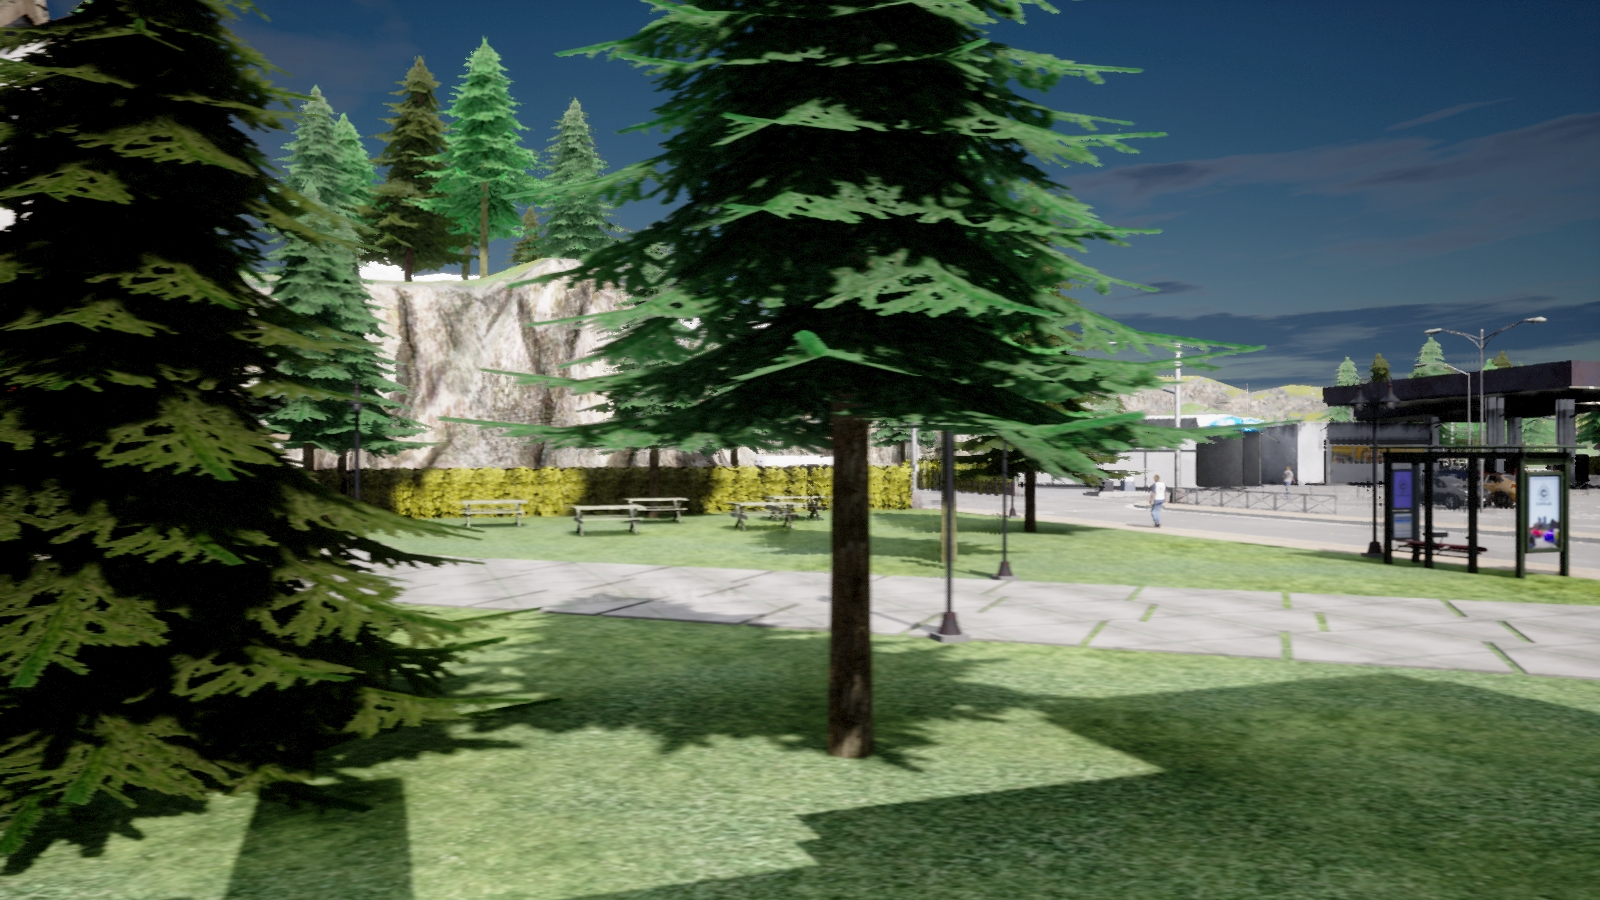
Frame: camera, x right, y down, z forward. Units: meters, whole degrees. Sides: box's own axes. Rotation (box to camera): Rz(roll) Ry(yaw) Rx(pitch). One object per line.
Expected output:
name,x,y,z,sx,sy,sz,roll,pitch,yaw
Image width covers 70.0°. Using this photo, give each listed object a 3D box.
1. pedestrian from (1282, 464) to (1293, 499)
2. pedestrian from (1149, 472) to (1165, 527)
pedestrian,26.010,1.690,60.979,0.375,1.860,0.375,0,0,-21
pedestrian,12.178,1.691,38.945,0.375,1.860,0.375,0,0,-18
